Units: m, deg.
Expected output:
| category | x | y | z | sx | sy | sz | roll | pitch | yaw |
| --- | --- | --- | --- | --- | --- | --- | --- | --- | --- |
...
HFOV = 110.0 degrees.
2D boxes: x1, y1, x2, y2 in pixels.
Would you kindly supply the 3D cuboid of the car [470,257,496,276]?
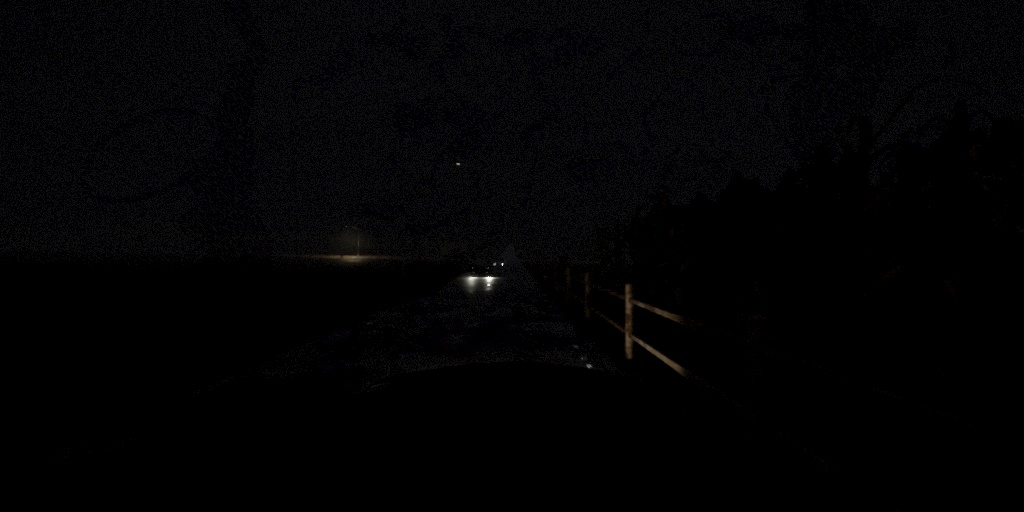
| category | x | y | z | sx | sy | sz | roll | pitch | yaw |
| --- | --- | --- | --- | --- | --- | --- | --- | --- | --- |
| car | -2.848 | 1.035 | 34.491 | 1.882 | 1.535 | 5.008 | 0 | 0 | 0 |
